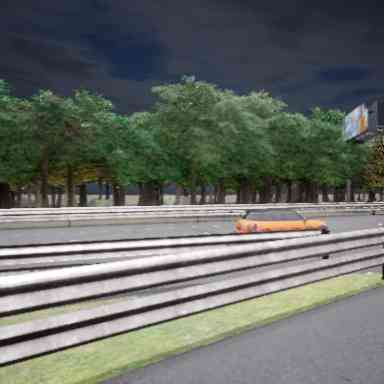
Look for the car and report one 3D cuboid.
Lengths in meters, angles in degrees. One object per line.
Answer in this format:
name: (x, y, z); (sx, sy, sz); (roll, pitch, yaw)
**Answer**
car: (4.361, 1.587, 15.857); (4.553, 1.767, 2.097); (0, 0, -21)
